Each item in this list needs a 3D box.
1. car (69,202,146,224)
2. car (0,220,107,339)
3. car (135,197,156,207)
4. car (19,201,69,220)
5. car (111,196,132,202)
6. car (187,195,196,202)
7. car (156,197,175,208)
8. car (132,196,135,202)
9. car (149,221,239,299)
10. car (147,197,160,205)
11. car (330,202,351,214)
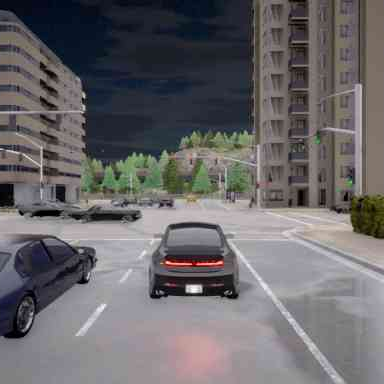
[{"bbox_3d":[-6.019,1.601,24.074,4.718,1.301,1.895,0,0,0],"label":"car"},{"bbox_3d":[-3.461,1.547,6.516,2.033,1.411,5.357,0,0,0],"label":"car"},{"bbox_3d":[-7.183,1.526,51.982,1.812,1.442,4.674,0,0,-1],"label":"car"},{"bbox_3d":[-11.717,1.491,27.621,4.902,1.511,2.128,0,0,0],"label":"car"},{"bbox_3d":[-10.681,1.491,49.016,2.128,1.511,4.902,0,0,0],"label":"car"},{"bbox_3d":[-0.125,1.478,73.854,1.882,1.535,5.008,0,0,0],"label":"car"},{"bbox_3d":[-3.644,1.505,48.511,1.837,1.490,4.892,0,0,2],"label":"car"},{"bbox_3d":[-10.675,1.505,58.290,1.837,1.490,4.892,0,0,0],"label":"car"},{"bbox_3d":[0.049,1.505,8.445,1.837,1.490,4.892,0,0,0],"label":"car"},{"bbox_3d":[-7.174,1.564,61.895,1.994,1.385,4.181,0,0,0],"label":"car"},{"bbox_3d":[17.285,1.547,34.580,5.357,1.411,2.033,0,0,0],"label":"car"}]
